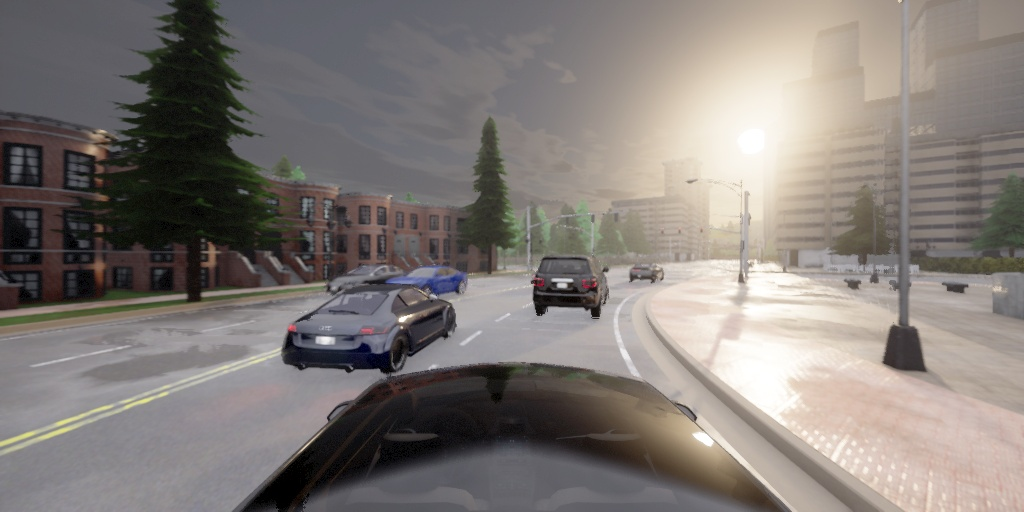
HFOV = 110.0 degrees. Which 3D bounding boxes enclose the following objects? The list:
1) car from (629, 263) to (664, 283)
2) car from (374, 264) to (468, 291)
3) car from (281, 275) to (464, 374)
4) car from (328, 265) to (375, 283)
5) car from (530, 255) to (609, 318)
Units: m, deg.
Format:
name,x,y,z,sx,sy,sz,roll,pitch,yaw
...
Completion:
name,x,y,z,sx,sy,sz,roll,pitch,yaw
car,10.632,1.280,28.187,2.128,1.511,4.902,0,0,34
car,-3.908,1.196,17.071,1.882,1.535,5.008,0,0,21
car,-2.635,1.296,7.619,1.994,1.385,4.181,0,0,8
car,-7.129,1.192,18.402,2.128,1.511,4.902,0,0,21
car,2.332,0.977,13.369,2.150,2.045,5.566,0,0,18
